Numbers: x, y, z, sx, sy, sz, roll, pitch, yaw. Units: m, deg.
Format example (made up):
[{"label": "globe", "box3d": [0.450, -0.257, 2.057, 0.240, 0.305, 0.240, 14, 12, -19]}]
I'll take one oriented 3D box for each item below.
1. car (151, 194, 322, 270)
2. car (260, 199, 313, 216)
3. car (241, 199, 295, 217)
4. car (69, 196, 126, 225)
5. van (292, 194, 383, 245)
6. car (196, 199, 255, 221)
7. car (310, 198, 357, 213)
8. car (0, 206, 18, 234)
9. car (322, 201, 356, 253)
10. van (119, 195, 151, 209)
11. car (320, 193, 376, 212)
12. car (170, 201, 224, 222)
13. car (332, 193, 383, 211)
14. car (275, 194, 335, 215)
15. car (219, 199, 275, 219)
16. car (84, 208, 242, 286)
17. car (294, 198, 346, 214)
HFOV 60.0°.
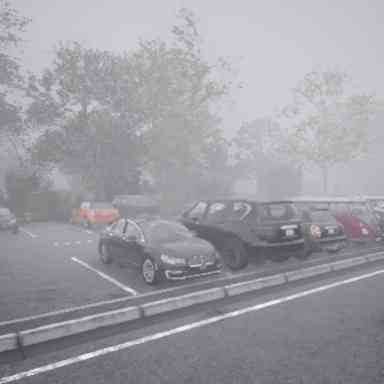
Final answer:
[{"label": "car", "box3d": [1.115, 1.204, 11.260, 2.435, 2.045, 5.566, 0, 0, -35]}, {"label": "car", "box3d": [9.353, 1.474, 33.216, 2.163, 1.488, 4.792, 0, 0, -36]}, {"label": "car", "box3d": [7.121, 1.475, 31.550, 2.163, 1.488, 4.792, 0, 0, -36]}, {"label": "car", "box3d": [-6.476, 1.330, 21.839, 2.185, 1.767, 4.553, 0, 0, -35]}, {"label": "van", "box3d": [5.761, 1.223, 14.397, 1.878, 1.987, 4.442, 0, 0, -36]}, {"label": "car", "box3d": [2.679, 1.445, 28.183, 1.946, 1.575, 5.366, 0, 0, -36]}, {"label": "car", "box3d": [16.068, 1.491, 37.977, 2.002, 1.452, 4.674, 0, 0, -36]}, {"label": "car", "box3d": [-11.030, 1.511, 18.635, 2.002, 1.452, 4.674, 0, 0, -35]}, {"label": "car", "box3d": [3.430, 1.325, 12.837, 2.185, 1.767, 4.553, 0, 0, -36]}, {"label": "van", "box3d": [-4.298, 1.225, 23.573, 1.878, 1.987, 4.442, 0, 0, -35]}, {"label": "car", "box3d": [18.449, 1.206, 39.646, 2.435, 2.045, 5.566, 0, 0, -36]}, {"label": "car", "box3d": [0.306, 1.489, 26.714, 2.002, 1.452, 4.674, 0, 0, -36]}, {"label": "car", "box3d": [20.614, 1.214, 41.195, 2.435, 2.045, 5.566, 0, 0, -36]}, {"label": "car", "box3d": [11.651, 1.194, 34.789, 2.435, 2.045, 5.566, 0, 0, -36]}, {"label": "car", "box3d": [4.842, 1.446, 29.950, 2.097, 1.535, 5.008, 0, 0, -36]}, {"label": "car", "box3d": [-1.157, 1.461, 9.614, 2.231, 1.521, 4.892, 0, 0, -35]}, {"label": "car", "box3d": [13.905, 1.448, 36.427, 2.097, 1.535, 5.008, 0, 0, -36]}]
